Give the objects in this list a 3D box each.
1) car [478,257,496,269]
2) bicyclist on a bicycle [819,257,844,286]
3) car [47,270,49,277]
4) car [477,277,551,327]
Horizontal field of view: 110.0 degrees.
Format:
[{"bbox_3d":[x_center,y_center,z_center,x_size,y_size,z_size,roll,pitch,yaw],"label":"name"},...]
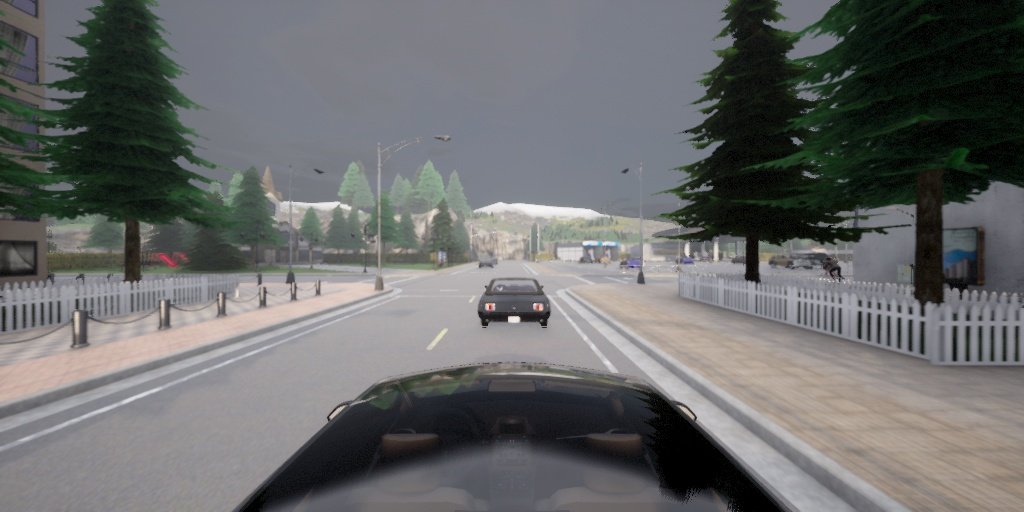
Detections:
[{"bbox_3d":[-3.590,0.928,49.882,1.882,1.535,5.008,0,0,0],"label":"car"},{"bbox_3d":[18.863,0.914,21.206,0.582,1.620,1.656,0,0,1],"label":"bicyclist on a bicycle"},{"bbox_3d":[-36.191,0.938,25.528,4.553,1.767,2.097,0,0,1],"label":"car"},{"bbox_3d":[0.068,1.292,11.187,1.895,1.301,4.718,0,0,0],"label":"car"}]
